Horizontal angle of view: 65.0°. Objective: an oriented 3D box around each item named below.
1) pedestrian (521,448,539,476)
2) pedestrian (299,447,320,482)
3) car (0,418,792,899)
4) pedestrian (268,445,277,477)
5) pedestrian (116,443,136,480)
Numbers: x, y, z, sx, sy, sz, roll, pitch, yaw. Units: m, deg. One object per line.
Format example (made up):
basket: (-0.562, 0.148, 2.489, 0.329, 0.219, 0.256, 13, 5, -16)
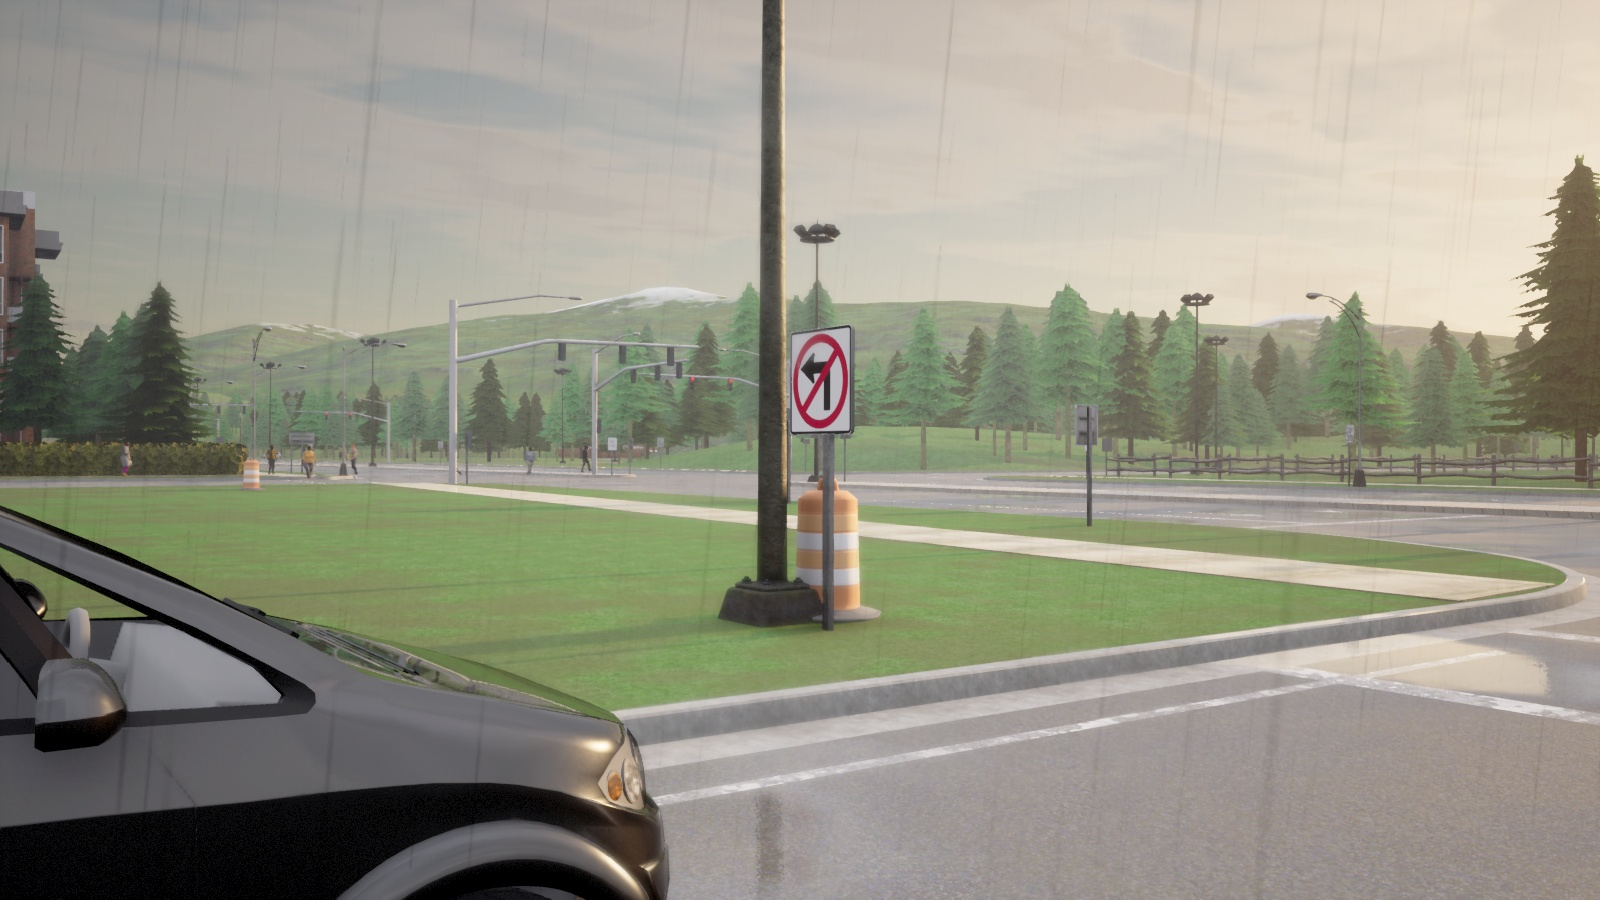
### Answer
pedestrian: (-17.681, 0.780, 82.225, 0.874, 1.855, 0.900, 0, 0, -34)
pedestrian: (-25.970, 0.754, 66.470, 0.874, 1.855, 0.900, 0, 0, -30)
car: (-2.048, 0.733, 2.232, 3.705, 1.549, 1.789, 0, 0, -35)
pedestrian: (-30.734, 0.628, 73.153, 0.370, 1.835, 0.726, 0, 0, -34)
pedestrian: (-35.931, 0.614, 66.915, 0.873, 1.952, 0.659, 0, 0, -34)
